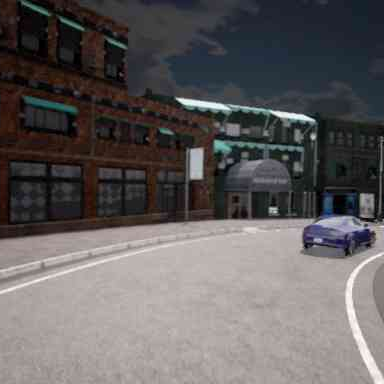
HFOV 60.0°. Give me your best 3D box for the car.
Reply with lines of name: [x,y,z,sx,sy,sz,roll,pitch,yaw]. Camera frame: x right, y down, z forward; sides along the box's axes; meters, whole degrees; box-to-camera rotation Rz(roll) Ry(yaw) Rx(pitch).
car: [6.305,1.701,14.191,1.812,1.442,4.674,1,0,43]
